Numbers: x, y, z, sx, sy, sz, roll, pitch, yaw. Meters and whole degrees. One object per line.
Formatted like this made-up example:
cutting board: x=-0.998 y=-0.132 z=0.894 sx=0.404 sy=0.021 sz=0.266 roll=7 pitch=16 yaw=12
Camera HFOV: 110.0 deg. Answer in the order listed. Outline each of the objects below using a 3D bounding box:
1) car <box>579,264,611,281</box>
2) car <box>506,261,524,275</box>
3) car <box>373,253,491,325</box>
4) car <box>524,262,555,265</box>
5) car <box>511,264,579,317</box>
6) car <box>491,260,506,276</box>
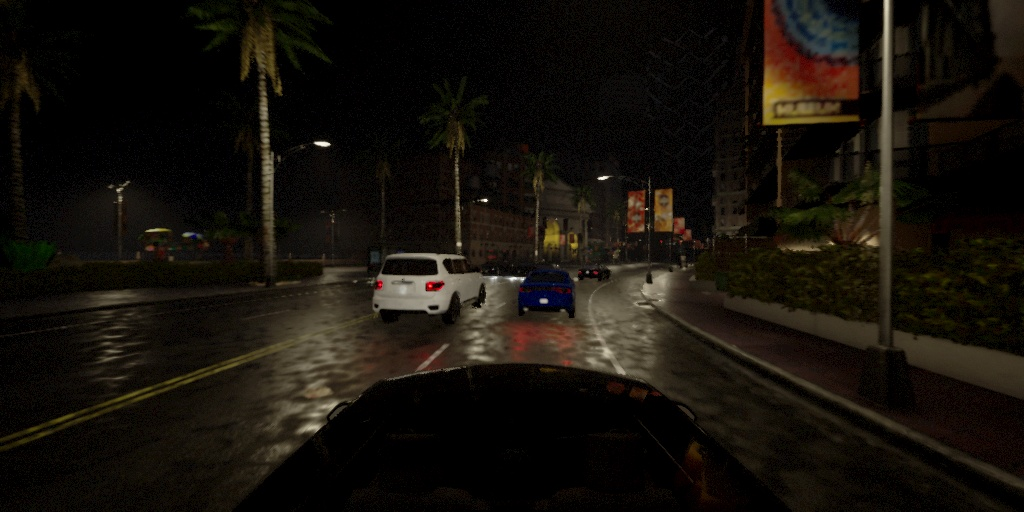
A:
car: x=7.026 y=1.343 z=30.342 sx=2.033 sy=1.411 sz=5.357 roll=1 pitch=0 yaw=26
car: x=1.540 y=1.307 z=35.415 sx=1.994 sy=1.385 sz=4.181 roll=0 pitch=0 yaw=27
car: x=-2.440 y=0.943 z=11.998 sx=2.150 sy=2.045 sz=5.566 roll=0 pitch=0 yaw=9
car: x=3.120 y=1.308 z=30.229 sx=2.033 sy=1.411 sz=5.357 roll=1 pitch=0 yaw=25
car: x=1.436 y=1.233 z=13.474 sx=1.882 sy=1.535 sz=5.008 roll=0 pitch=0 yaw=11
car: x=-1.427 y=1.219 z=37.305 sx=1.837 sy=1.490 sz=4.892 roll=0 pitch=0 yaw=28
